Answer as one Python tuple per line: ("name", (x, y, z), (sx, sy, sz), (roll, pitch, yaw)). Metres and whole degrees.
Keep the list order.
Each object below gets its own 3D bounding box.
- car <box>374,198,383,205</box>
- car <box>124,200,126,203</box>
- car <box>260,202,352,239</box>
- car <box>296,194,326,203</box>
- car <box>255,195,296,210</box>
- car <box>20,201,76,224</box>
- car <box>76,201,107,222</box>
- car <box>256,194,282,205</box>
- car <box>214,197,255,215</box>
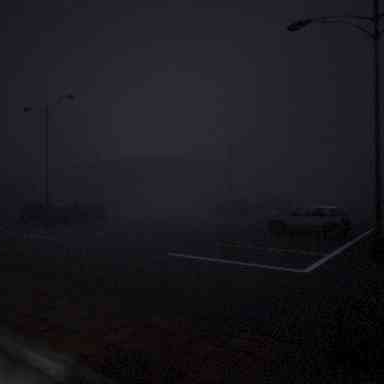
("car", (29.883, 1.341, 49.983), (4.514, 1.523, 2.007), (-1, 0, 36))
("car", (-13.871, 1.997, 78.024), (2.242, 1.667, 4.611), (-1, 0, 36))
("car", (5.693, 1.428, 16.404), (3.806, 1.475, 1.970), (-1, 0, 36))
("car", (17.703, 1.232, 50.270), (4.605, 1.855, 1.932), (-1, 0, 36))
("car", (9.793, 1.440, 40.621), (4.514, 1.523, 2.007), (-1, 0, 36))
("car", (-11.110, 1.554, 24.950), (4.514, 1.523, 2.007), (-1, 0, 36))
("car", (-9.305, 1.545, 27.516), (5.027, 1.636, 2.152), (-1, 0, 36))
("car", (13.280, 1.283, 57.560), (3.866, 1.878, 1.905), (-1, 0, 36))
("car", (3.874, 1.463, 32.570), (3.633, 1.501, 1.845), (-1, 0, 36))
